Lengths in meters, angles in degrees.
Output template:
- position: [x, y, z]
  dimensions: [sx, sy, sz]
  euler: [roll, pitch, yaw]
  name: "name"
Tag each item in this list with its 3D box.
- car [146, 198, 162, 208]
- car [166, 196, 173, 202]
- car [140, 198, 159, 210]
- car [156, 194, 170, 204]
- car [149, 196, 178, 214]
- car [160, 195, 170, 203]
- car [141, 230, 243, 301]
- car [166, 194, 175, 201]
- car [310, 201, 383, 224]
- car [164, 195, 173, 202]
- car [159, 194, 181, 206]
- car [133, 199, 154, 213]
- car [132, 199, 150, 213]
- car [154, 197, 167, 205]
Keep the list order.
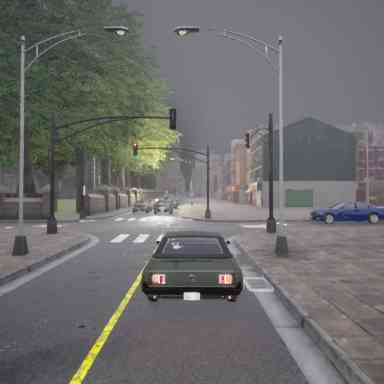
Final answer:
- position: [-5.587, 1.623, 49.466]
  dimensions: [1.947, 1.339, 4.313]
  euler: [1, 0, 0]
  name: "car"
- position: [-5.895, 1.732, 87.446]
  dimensions: [1.752, 1.417, 4.829]
  euler: [1, 0, 0]
  name: "car"
- position: [-5.543, 1.597, 44.016]
  dimensions: [2.008, 1.369, 4.403]
  euler: [1, 0, 0]
  name: "car"
- position: [-5.715, 1.422, 65.816]
  dimensions: [2.192, 1.841, 5.009]
  euler: [1, 0, 0]
  name: "car"
- position: [-2.947, 1.523, 35.354]
  dimensions: [2.128, 1.511, 4.902]
  euler: [0, 0, 0]
  name: "car"
- position: [-5.762, 1.568, 71.266]
  dimensions: [1.967, 1.590, 4.097]
  euler: [1, 0, 0]
  name: "car"
- position: [0.027, 1.605, 8.256]
  dimensions: [1.895, 1.301, 4.718]
  euler: [0, 0, 1]
  name: "car"
- position: [-5.937, 1.554, 93.068]
  dimensions: [2.192, 1.841, 5.009]
  euler: [1, 0, 0]
  name: "car"
- position: [10.943, 1.430, 23.544]
  dimensions: [5.008, 1.535, 1.882]
  euler: [-1, -1, 0]
  name: "car"
- position: [-5.851, 1.619, 82.166]
  dimensions: [1.967, 1.590, 4.097]
  euler: [1, 0, 0]
  name: "car"
- position: [-3.026, 1.401, 45.249]
  dimensions: [2.097, 1.767, 4.553]
  euler: [0, 0, 0]
  name: "car"
- position: [-5.552, 1.563, 38.854]
  dimensions: [1.752, 1.417, 4.829]
  euler: [1, 0, 0]
  name: "car"
- position: [-5.512, 1.585, 36.880]
  dimensions: [2.008, 1.369, 4.403]
  euler: [1, 0, 0]
  name: "car"
- position: [-5.676, 1.670, 60.365]
  dimensions: [1.802, 1.307, 4.206]
  euler: [1, 0, 0]
  name: "car"
